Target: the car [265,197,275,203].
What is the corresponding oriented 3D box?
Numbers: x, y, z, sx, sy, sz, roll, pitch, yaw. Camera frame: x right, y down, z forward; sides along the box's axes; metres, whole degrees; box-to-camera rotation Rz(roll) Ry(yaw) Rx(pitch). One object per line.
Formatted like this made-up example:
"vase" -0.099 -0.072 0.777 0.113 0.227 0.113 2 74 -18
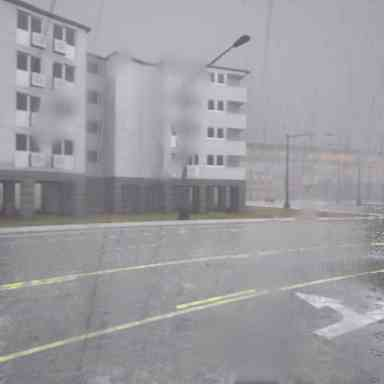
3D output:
"car" 17.842 1.801 76.398 1.895 1.301 4.718 1 0 20
